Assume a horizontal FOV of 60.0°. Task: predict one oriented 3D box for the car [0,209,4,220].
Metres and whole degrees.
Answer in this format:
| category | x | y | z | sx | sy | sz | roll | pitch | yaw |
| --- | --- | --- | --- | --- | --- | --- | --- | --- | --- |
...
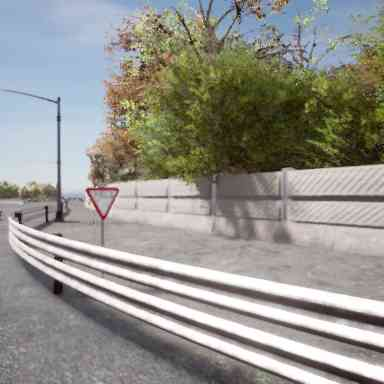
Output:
| category | x | y | z | sx | sy | sz | roll | pitch | yaw |
| --- | --- | --- | --- | --- | --- | --- | --- | --- | --- |
| car | -18.017 | 1.778 | 28.780 | 1.882 | 1.535 | 5.008 | 0 | 0 | -11 |
